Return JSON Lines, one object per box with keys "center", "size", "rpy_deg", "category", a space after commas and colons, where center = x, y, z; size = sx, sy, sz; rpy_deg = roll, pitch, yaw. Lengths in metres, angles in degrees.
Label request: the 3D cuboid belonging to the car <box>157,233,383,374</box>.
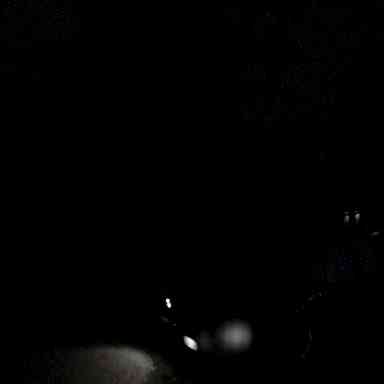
{"center": [2.084, 1.474, 5.806], "size": [5.357, 1.411, 2.033], "rpy_deg": [-1, 1, -38], "category": "car"}
